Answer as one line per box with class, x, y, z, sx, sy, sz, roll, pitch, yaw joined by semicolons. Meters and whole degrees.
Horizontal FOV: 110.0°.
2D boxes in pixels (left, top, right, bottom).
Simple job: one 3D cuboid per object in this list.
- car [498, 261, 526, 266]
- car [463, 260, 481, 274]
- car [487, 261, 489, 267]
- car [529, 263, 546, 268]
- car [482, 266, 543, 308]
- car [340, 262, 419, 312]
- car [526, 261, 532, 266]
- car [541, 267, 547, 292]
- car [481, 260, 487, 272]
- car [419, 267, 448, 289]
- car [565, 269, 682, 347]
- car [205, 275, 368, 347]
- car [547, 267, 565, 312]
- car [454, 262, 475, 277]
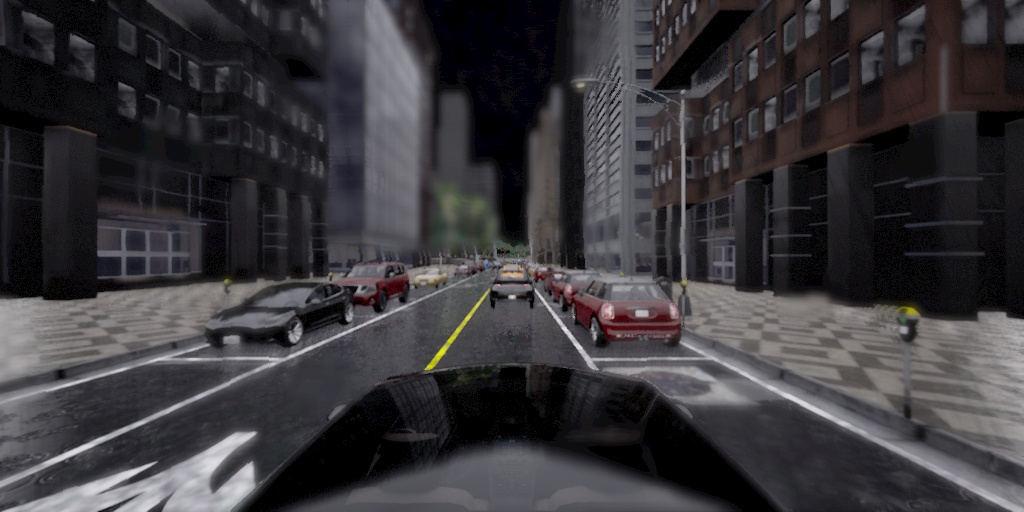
car;0.028;1.507;31.343;1.882;1.535;5.008;0;0;0
car;-5.729;1.503;47.546;2.192;1.841;5.009;0;0;0
car;-5.717;1.898;63.823;1.888;1.381;4.507;0;0;0
car;2.784;1.573;31.256;1.888;1.381;4.507;0;0;0
car;0.015;1.378;16.151;2.128;1.511;4.902;0;0;0
car;-5.753;1.188;14.992;2.192;1.841;5.009;0;0;0
car;2.792;1.659;42.276;1.751;1.417;4.829;0;0;0
car;2.776;1.507;20.407;1.802;1.307;4.207;0;0;0
car;-5.721;1.612;58.398;2.192;1.841;5.009;0;0;0
car;-5.745;1.502;25.674;1.751;1.417;4.829;0;0;0
car;2.768;1.263;9.558;1.967;1.591;4.097;0;0;0
car;-5.757;1.389;9.566;1.948;1.339;4.313;0;0;0
car;2.772;1.314;14.982;1.967;1.591;4.097;0;0;0
car;-5.733;1.716;42.121;1.802;1.307;4.207;0;0;0
